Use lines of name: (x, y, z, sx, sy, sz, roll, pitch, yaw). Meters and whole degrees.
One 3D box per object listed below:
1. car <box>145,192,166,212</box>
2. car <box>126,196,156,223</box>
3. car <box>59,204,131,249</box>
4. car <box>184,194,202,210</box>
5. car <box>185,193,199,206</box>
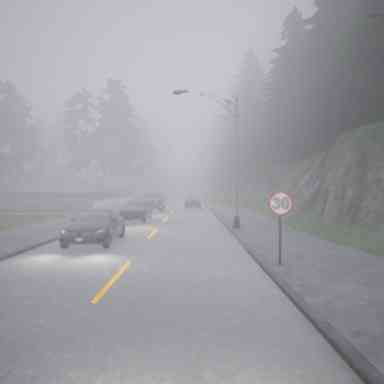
car: (-4.039, 1.014, 35.307, 2.150, 2.045, 5.566, 0, 0, 0)
car: (-4.089, 1.333, 24.629, 1.882, 1.535, 5.008, 0, 0, 0)
car: (-4.084, 1.441, 14.339, 1.812, 1.442, 4.674, 0, 0, 0)
car: (0.105, 1.249, 38.882, 1.882, 1.535, 5.008, 0, 0, 0)
car: (0.003, 1.063, 49.275, 2.097, 1.767, 4.553, 0, 0, 0)
